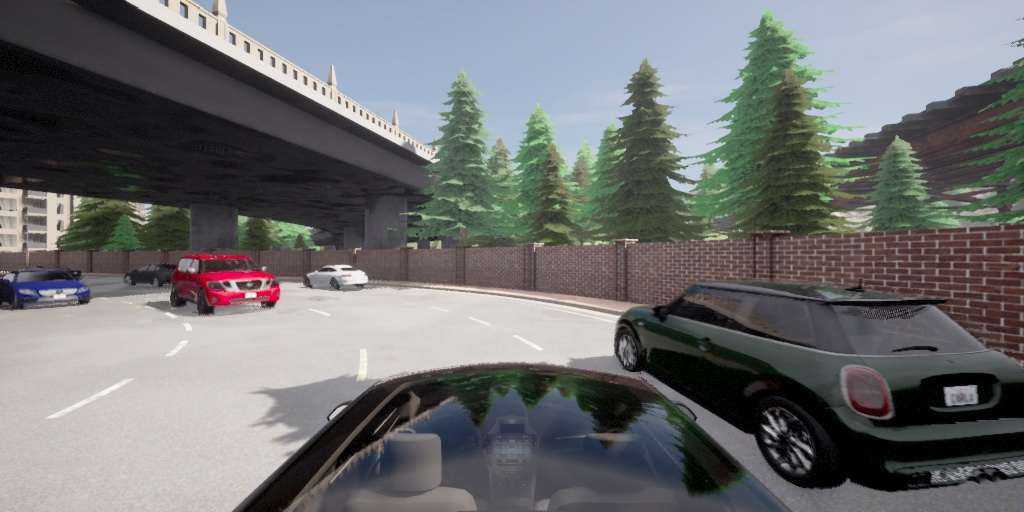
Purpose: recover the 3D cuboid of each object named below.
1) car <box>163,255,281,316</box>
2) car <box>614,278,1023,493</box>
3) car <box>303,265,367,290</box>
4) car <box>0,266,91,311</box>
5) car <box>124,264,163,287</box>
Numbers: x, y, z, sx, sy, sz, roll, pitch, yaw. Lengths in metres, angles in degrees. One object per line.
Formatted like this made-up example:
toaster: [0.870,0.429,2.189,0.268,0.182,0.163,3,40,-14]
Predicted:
car: [-11.057,0.971,13.699,5.566,2.045,2.150,0,0,35]
car: [3.177,1.102,4.888,2.097,1.767,4.553,0,0,-8]
car: [-10.893,1.275,22.140,4.674,1.442,1.812,0,0,32]
car: [-19.133,1.275,14.545,4.674,1.442,1.812,0,0,26]
car: [-23.663,1.254,24.102,4.892,1.490,1.837,0,0,19]
